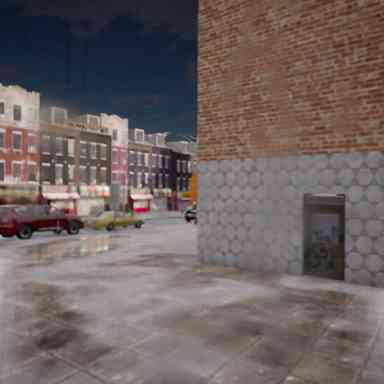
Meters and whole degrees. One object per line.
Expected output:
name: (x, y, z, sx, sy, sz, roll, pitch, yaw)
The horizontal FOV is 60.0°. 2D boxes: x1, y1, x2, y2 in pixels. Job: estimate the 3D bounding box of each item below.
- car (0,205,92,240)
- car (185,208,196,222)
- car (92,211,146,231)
car: (-8.706, 1.638, 19.104, 2.192, 1.841, 5.009, -1, -2, 36)
car: (1.007, 2.195, 32.602, 1.947, 1.339, 4.313, -1, -2, 36)
car: (-5.369, 1.954, 23.738, 1.752, 1.417, 4.829, -1, -2, 36)
